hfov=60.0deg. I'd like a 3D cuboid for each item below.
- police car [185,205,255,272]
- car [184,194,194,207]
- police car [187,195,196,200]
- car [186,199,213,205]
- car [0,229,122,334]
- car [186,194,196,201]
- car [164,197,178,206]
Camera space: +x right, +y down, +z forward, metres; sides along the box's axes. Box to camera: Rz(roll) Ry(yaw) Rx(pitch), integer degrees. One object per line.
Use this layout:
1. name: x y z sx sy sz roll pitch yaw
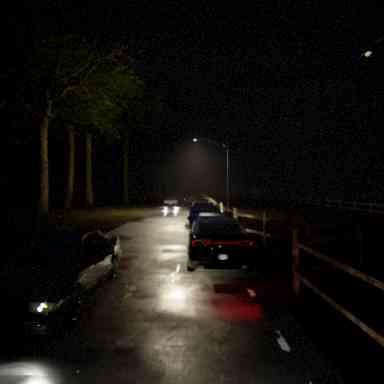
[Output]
1. police car: 0.790 1.454 11.089 1.930 1.638 5.238 0 0 0
2. car: -0.138 1.309 47.164 2.033 1.411 5.357 0 1 0
3. police car: 0.737 1.373 27.092 1.930 1.638 5.238 0 1 0
4. car: 0.757 1.472 20.980 1.882 1.535 5.008 0 0 0
5. car: -2.875 1.575 7.341 2.033 1.411 5.357 0 0 0
6. car: -0.218 1.089 66.621 1.994 1.385 4.181 0 1 0
7. car: -2.998 1.355 47.778 1.895 1.301 4.718 0 1 0
